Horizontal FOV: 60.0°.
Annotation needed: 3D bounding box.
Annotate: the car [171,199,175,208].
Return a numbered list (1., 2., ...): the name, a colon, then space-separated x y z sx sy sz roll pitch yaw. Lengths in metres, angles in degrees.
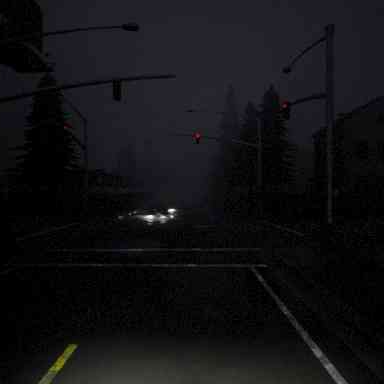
1. car: -3.434 1.605 46.654 1.895 1.301 4.718 0 0 0

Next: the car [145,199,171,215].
1. car: -3.486 1.567 33.589 1.994 1.385 4.181 0 0 0
